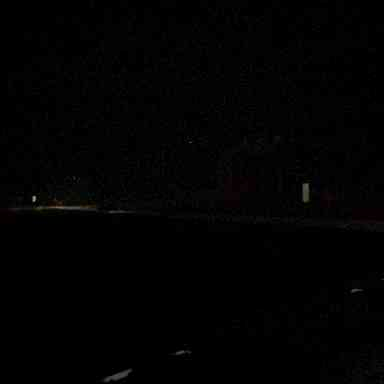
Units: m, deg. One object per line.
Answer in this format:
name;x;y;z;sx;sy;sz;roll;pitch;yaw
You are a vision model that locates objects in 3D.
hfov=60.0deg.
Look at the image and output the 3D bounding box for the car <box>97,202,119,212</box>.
car;-13.623;2.377;53.512;2.033;1.411;5.357;0;-1;-36
